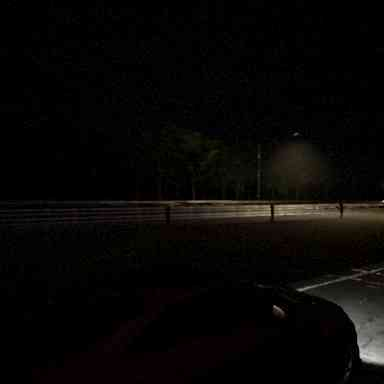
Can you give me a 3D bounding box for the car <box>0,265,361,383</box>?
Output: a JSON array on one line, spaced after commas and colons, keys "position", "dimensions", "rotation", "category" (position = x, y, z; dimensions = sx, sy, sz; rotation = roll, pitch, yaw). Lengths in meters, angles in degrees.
[{"position": [0.064, 1.584, 3.792], "dimensions": [4.181, 1.385, 1.994], "rotation": [1, 0, -35], "category": "car"}]
